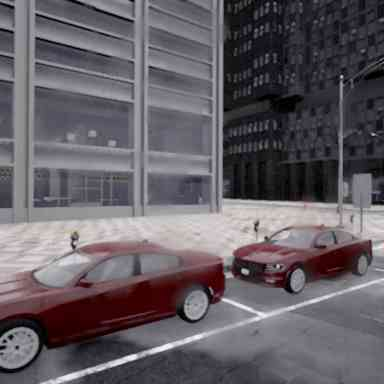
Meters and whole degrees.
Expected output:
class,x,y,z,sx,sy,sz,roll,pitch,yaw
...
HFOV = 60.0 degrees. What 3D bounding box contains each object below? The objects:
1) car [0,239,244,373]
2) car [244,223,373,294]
class,x,y,z,sx,sy,sz,roll,pitch,yaw
car,-1.459,1.550,5.626,4.507,1.381,1.887,0,0,-36
car,3.035,1.566,8.841,4.507,1.381,1.887,0,0,-36
